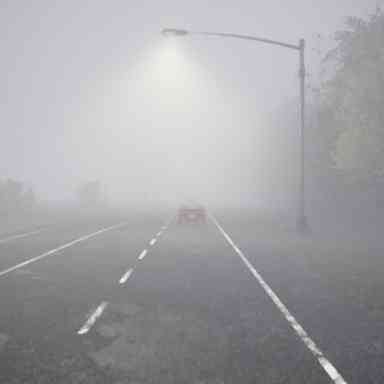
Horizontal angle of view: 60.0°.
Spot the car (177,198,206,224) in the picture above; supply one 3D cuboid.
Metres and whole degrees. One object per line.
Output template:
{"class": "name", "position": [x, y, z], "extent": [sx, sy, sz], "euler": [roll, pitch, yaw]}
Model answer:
{"class": "car", "position": [-0.004, 1.462, 24.587], "extent": [1.882, 1.535, 5.008], "euler": [0, 0, 0]}

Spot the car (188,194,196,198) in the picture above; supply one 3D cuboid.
{"class": "car", "position": [-0.014, 1.501, 52.674], "extent": [2.033, 1.411, 5.357], "euler": [0, 0, 0]}

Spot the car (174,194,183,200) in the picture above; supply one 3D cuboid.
{"class": "car", "position": [-3.518, 1.252, 86.466], "extent": [2.097, 1.767, 4.553], "euler": [0, 0, 0]}
